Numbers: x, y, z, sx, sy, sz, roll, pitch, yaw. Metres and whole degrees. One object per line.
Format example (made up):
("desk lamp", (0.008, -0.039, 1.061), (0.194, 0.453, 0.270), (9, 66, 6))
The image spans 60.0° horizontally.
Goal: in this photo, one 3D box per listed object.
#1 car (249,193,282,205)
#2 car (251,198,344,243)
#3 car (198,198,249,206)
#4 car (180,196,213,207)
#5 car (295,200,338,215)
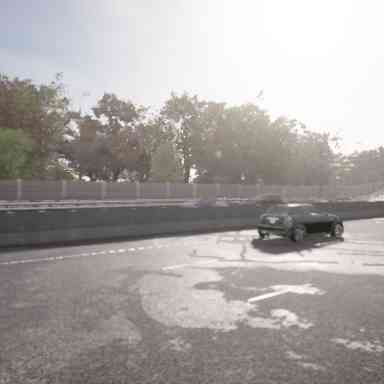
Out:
("car", (10.048, 1.216, 45.526), (5.566, 2.045, 2.150), (1, 0, -35))
("car", (5.351, 1.340, 16.164), (4.553, 1.767, 2.097), (0, 0, -35))
("car", (3.057, 1.550, 31.957), (4.181, 1.385, 1.994), (0, 0, -35))
("car", (0.926, 1.336, 34.741), (4.553, 1.767, 2.097), (0, 0, -35))
("car", (13.098, 1.590, 34.821), (4.718, 1.301, 1.895), (0, 0, -35))
